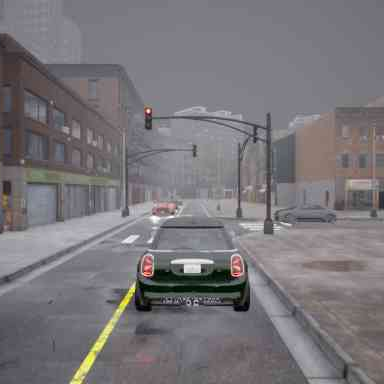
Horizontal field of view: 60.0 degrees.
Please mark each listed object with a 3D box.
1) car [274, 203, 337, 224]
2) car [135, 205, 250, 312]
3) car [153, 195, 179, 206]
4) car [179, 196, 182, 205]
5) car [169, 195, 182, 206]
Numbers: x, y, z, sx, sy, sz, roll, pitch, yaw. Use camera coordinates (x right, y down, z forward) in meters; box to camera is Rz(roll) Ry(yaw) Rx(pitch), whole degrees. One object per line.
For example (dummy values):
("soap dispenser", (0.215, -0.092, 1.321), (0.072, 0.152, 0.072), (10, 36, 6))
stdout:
("car", (7.940, 1.509, 23.458), (4.181, 1.385, 1.994), (0, 0, 4))
("car", (0.022, 1.352, 7.894), (2.097, 1.767, 4.553), (0, 0, 0))
("car", (-2.791, 1.359, 33.887), (2.097, 1.767, 4.553), (0, 0, 0))
("car", (-2.772, 1.563, 44.222), (2.033, 1.411, 5.357), (0, 0, 0))
("car", (-2.738, 1.382, 56.388), (2.097, 1.767, 4.553), (0, 0, 0))
